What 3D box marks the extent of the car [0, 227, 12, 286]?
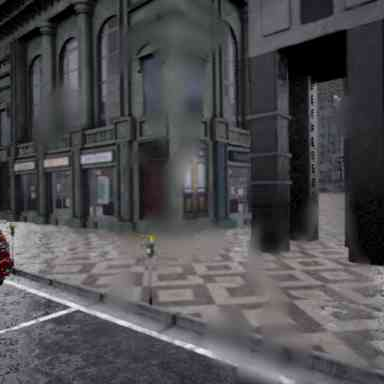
[{"bbox_3d":[-6.342,1.396,8.202,5.009,1.841,2.192,-1,0,38],"label":"car"}]
